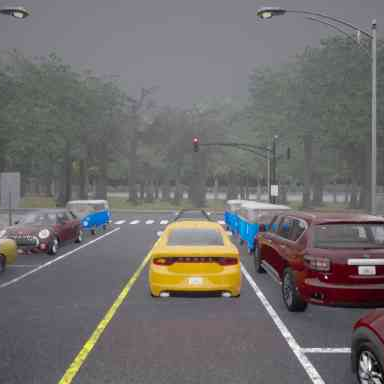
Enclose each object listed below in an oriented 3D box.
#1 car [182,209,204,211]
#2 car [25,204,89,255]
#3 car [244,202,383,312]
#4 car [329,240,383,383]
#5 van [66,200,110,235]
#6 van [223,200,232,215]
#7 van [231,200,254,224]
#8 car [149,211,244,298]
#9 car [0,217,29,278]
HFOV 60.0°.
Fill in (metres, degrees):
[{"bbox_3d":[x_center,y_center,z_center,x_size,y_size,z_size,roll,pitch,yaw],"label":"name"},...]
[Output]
[{"bbox_3d":[0.039,1.565,17.500,1.994,1.385,4.181,0,0,0],"label":"car"},{"bbox_3d":[-5.779,1.441,13.051,1.967,1.590,4.097,0,0,0],"label":"car"},{"bbox_3d":[2.753,1.315,7.624,2.192,1.841,5.009,0,0,0],"label":"car"},{"bbox_3d":[2.759,1.440,2.186,1.967,1.590,4.097,0,0,0],"label":"car"},{"bbox_3d":[-5.786,1.343,18.489,1.690,1.788,3.998,0,0,0],"label":"van"},{"bbox_3d":[2.739,1.343,18.499,1.690,1.788,3.998,0,0,0],"label":"van"},{"bbox_3d":[2.746,1.342,13.061,1.690,1.788,3.998,0,0,0],"label":"van"},{"bbox_3d":[0.076,1.478,8.578,1.882,1.535,5.008,0,0,0],"label":"car"},{"bbox_3d":[-5.772,1.526,7.444,1.752,1.417,4.829,0,0,0],"label":"car"}]
